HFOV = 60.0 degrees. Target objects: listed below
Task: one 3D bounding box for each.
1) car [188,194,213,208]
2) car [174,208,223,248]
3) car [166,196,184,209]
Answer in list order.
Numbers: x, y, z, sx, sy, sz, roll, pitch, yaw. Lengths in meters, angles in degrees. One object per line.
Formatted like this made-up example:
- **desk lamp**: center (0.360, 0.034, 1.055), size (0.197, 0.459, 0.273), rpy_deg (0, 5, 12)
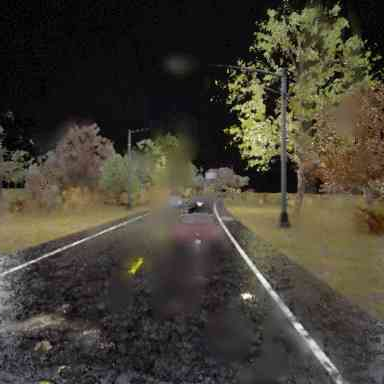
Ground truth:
- **car**: center (0.806, 1.234, 32.001), size (2.150, 2.045, 5.566), rpy_deg (0, 0, 2)
- **car**: center (0.264, 1.604, 14.721), size (1.895, 1.301, 4.718), rpy_deg (0, 0, 1)
- **car**: center (-2.228, 1.367, 44.918), size (2.097, 1.767, 4.553), rpy_deg (0, 0, 4)
